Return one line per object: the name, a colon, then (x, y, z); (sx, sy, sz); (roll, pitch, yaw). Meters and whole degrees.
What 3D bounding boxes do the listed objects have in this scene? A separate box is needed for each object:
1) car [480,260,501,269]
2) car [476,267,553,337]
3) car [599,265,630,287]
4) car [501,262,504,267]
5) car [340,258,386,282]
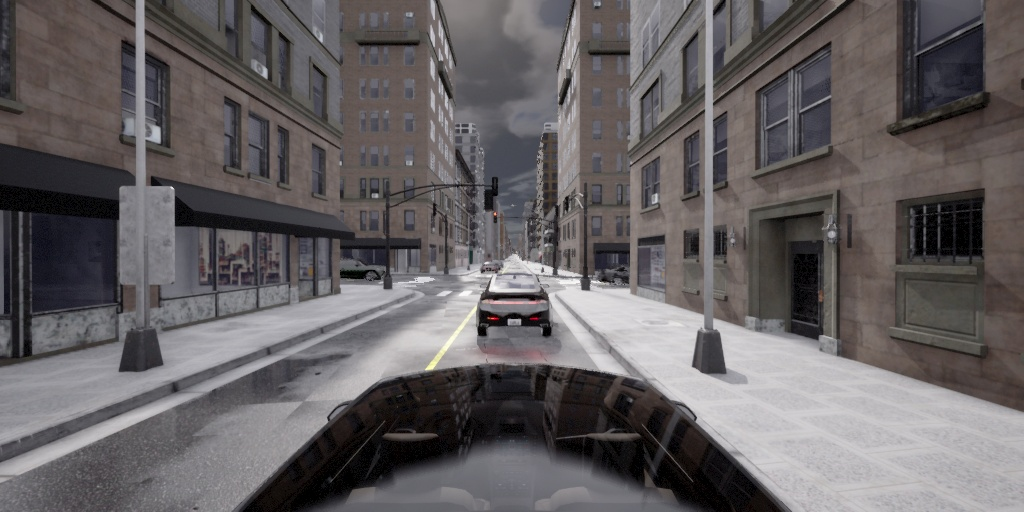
car: (-2.713, 1.368, 43.966); (1.994, 1.385, 4.181); (0, 0, 1)
car: (0.075, 1.243, 10.311); (2.128, 1.511, 4.902); (0, 0, 1)
car: (8.886, 1.453, 26.188); (4.892, 1.490, 1.837); (1, 0, 0)
car: (-2.617, 1.329, 53.919); (1.837, 1.490, 4.892); (0, 0, 0)
car: (-11.655, 0.971, 26.591); (4.553, 1.767, 2.097); (1, 0, -7)
